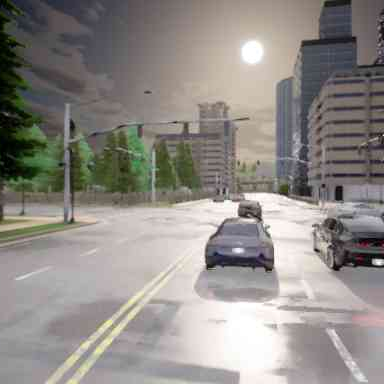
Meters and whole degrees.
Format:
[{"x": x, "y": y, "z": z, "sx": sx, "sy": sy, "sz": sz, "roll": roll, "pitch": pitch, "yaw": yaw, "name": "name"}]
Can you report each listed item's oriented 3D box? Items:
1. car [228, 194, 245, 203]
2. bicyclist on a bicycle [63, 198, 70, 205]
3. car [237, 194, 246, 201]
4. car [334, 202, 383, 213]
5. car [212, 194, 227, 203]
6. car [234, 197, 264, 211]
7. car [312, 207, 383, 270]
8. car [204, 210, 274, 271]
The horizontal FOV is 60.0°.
[{"x": 8.483, "y": 1.100, "z": 62.535, "sx": 2.097, "sy": 1.767, "sz": 4.553, "roll": 0, "pitch": 0, "yaw": 12, "name": "car"}, {"x": -17.393, "y": 0.971, "z": 46.017, "sx": 0.582, "sy": 1.620, "sz": 1.656, "roll": 0, "pitch": 1, "yaw": 11, "name": "bicyclist on a bicycle"}, {"x": 11.514, "y": 1.193, "z": 77.714, "sx": 1.837, "sy": 1.490, "sz": 4.892, "roll": 0, "pitch": 0, "yaw": 11, "name": "car"}, {"x": 12.254, "y": 1.481, "z": 24.543, "sx": 4.674, "sy": 1.442, "sz": 1.812, "roll": 0, "pitch": -1, "yaw": -19, "name": "car"}, {"x": 5.028, "y": 1.325, "z": 63.055, "sx": 1.895, "sy": 1.301, "sz": 4.718, "roll": 0, "pitch": 0, "yaw": 12, "name": "car"}, {"x": 4.664, "y": 1.406, "z": 26.611, "sx": 1.837, "sy": 1.490, "sz": 4.892, "roll": 0, "pitch": 1, "yaw": 12, "name": "car"}, {"x": 5.125, "y": 1.485, "z": 10.708, "sx": 1.837, "sy": 1.490, "sz": 4.892, "roll": 0, "pitch": 1, "yaw": 11, "name": "car"}, {"x": 1.599, "y": 1.521, "z": 10.840, "sx": 1.994, "sy": 1.385, "sz": 4.181, "roll": 0, "pitch": 0, "yaw": 10, "name": "car"}]
